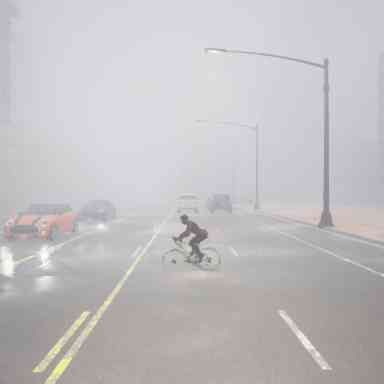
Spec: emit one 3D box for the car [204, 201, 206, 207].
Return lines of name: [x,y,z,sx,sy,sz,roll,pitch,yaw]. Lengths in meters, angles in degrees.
car: [2.805,1.547,46.747,2.033,1.411,5.357,0,0,-1]

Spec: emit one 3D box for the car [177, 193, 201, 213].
car: [-0.500,1.221,36.943,2.150,2.045,5.566,0,0,-1]

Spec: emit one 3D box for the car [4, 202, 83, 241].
car: [-7.354,1.351,16.659,2.097,1.767,4.553,0,0,-1]

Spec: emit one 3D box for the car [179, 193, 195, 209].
car: [-0.683,1.221,47.536,2.150,2.045,5.566,0,0,-1]

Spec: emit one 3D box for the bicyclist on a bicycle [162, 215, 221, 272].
bicyclist on a bicycle: [-0.029,1.455,9.329,1.656,1.620,0.582,-2,0,-1]

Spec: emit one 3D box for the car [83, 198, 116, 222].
car: [-7.421,1.351,26.235,2.097,1.767,4.553,0,0,-1]

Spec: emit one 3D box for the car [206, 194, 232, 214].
car: [3.014,1.221,36.092,2.150,2.045,5.566,0,0,-1]
